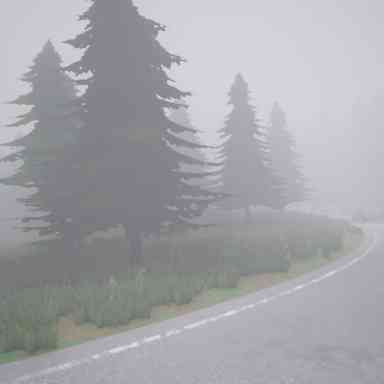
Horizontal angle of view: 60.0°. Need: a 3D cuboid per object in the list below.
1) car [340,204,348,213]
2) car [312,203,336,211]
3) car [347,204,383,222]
[{"bbox_3d":[20.491,2.154,42.526,1.895,1.301,4.718,-4,-2,7],"label":"car"},{"bbox_3d":[21.703,2.491,55.160,1.895,1.301,4.718,-4,-1,-8],"label":"car"},{"bbox_3d":[15.044,1.887,28.309,1.812,1.442,4.674,-3,-2,12],"label":"car"}]
